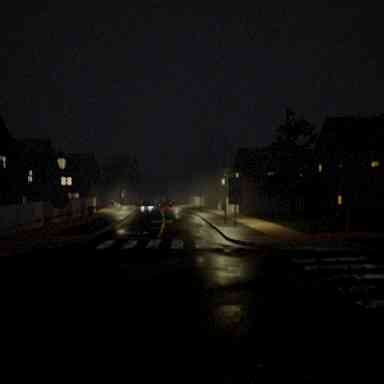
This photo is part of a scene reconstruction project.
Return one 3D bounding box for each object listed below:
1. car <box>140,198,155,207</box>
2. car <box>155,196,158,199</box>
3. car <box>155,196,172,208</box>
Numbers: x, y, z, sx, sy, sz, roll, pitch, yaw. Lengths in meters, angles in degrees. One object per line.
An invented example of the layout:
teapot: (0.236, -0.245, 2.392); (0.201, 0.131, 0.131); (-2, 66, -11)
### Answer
car: (-7.772, 1.752, 56.025); (1.994, 1.385, 4.181); (0, -1, -11)
car: (-6.298, 1.601, 62.268); (2.097, 1.767, 4.553); (0, -1, -13)
car: (-4.281, 1.756, 52.438); (1.895, 1.301, 4.718); (0, 0, -11)
